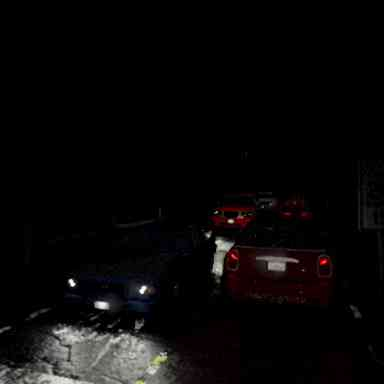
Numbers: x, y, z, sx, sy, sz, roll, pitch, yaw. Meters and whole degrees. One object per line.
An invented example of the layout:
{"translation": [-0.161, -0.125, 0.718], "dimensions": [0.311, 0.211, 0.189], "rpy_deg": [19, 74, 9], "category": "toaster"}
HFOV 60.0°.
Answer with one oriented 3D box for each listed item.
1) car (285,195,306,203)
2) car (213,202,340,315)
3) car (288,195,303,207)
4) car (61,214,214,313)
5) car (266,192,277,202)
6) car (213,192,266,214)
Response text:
{"translation": [11.349, 1.118, 36.571], "dimensions": [2.097, 1.767, 4.553], "rpy_deg": [0, 0, 18], "category": "car"}
{"translation": [2.118, 1.300, 7.818], "dimensions": [2.097, 1.767, 4.553], "rpy_deg": [0, 0, 18], "category": "car"}
{"translation": [14.378, 1.181, 46.206], "dimensions": [1.882, 1.535, 5.008], "rpy_deg": [0, 0, 18], "category": "car"}
{"translation": [-0.730, 1.488, 8.085], "dimensions": [2.033, 1.411, 5.357], "rpy_deg": [0, 0, 17], "category": "car"}
{"translation": [7.169, 1.008, 32.922], "dimensions": [2.150, 2.045, 5.566], "rpy_deg": [0, 0, 18], "category": "car"}
{"translation": [2.782, 1.092, 19.259], "dimensions": [2.150, 2.045, 5.566], "rpy_deg": [0, 0, 18], "category": "car"}
